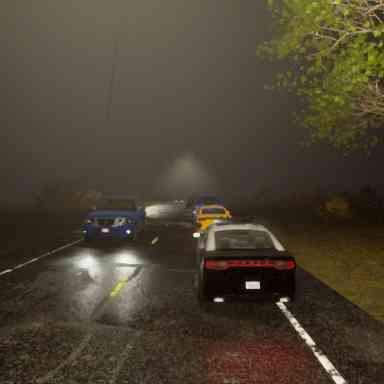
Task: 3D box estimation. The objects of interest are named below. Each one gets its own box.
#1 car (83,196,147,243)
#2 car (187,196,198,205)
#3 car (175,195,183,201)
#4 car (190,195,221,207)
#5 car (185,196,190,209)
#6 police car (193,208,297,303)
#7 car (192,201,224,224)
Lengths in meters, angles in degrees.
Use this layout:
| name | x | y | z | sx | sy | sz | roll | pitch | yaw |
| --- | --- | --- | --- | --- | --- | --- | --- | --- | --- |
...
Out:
| name | x | y | z | sx | sy | sz | roll | pitch | yaw |
| --- | --- | --- | --- | --- | --- | --- | --- | --- | --- |
| car | -3.563 | 1.225 | 16.453 | 2.150 | 2.045 | 5.566 | 0 | 0 | 0 |
| car | 0.131 | 1.488 | 59.390 | 1.882 | 1.535 | 5.008 | 0 | 0 | 0 |
| car | -3.310 | 1.493 | 85.662 | 1.882 | 1.535 | 5.008 | 0 | 0 | 0 |
| car | 1.104 | 1.230 | 24.319 | 2.150 | 2.045 | 5.566 | 0 | 0 | 0 |
| car | 0.134 | 1.513 | 45.464 | 1.837 | 1.490 | 4.892 | 0 | 0 | 1 |
| police car | 1.069 | 1.428 | 8.396 | 1.930 | 1.638 | 5.238 | 0 | 0 | 0 |
| car | 1.091 | 1.482 | 18.287 | 1.882 | 1.535 | 5.008 | 0 | 0 | 0 |
